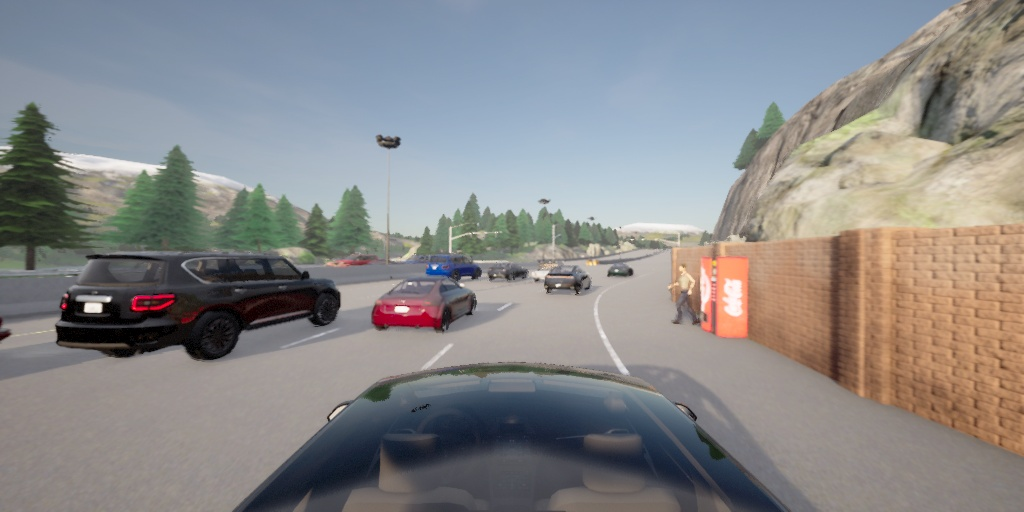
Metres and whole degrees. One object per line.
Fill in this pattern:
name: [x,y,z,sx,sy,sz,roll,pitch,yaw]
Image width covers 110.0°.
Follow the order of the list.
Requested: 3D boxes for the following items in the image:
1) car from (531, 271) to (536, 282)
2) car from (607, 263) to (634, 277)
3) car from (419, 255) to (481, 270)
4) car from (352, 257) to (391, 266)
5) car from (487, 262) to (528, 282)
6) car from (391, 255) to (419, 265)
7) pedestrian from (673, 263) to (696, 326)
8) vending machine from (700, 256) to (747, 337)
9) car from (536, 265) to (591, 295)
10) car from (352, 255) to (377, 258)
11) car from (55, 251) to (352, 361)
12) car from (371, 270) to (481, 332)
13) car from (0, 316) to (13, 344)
car: [3.268,1.407,28.651,1.895,1.301,4.718,0,0,25]
car: [11.256,1.448,37.083,1.994,1.385,4.181,0,0,28]
car: [-4.533,0.965,28.373,2.150,2.045,5.566,0,0,23]
car: [-14.812,1.168,39.892,2.128,1.511,4.902,0,0,27]
car: [-0.258,1.270,29.248,2.128,1.511,4.902,0,0,25]
car: [-10.500,0.933,40.670,2.150,2.045,5.566,0,0,27]
pedestrian: [5.032,1.094,10.496,0.375,1.860,0.375,0,0,10]
vending machine: [5.674,0.999,9.630,1.100,2.100,0.880,0,0,10]
car: [3.250,1.291,20.329,2.128,1.511,4.902,0,0,22]
car: [-17.915,0.876,41.516,2.150,2.045,5.566,0,0,27]
car: [-6.394,0.928,8.392,2.150,2.045,5.566,0,0,6]
car: [-2.458,1.305,10.921,1.994,1.385,4.181,0,0,8]
car: [-10.229,1.272,4.423,1.895,1.301,4.718,0,0,3]
